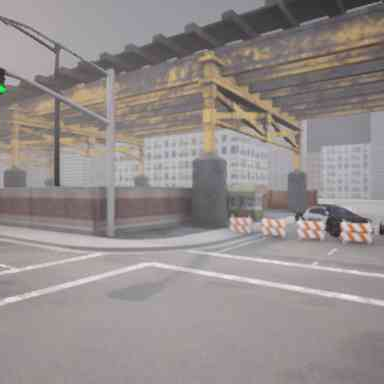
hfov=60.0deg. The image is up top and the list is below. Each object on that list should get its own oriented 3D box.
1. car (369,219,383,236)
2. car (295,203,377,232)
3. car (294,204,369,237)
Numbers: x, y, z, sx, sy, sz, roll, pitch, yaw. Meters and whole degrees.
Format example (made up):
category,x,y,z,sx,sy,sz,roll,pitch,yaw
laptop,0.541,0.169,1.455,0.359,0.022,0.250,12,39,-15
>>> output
category,x,y,z,sx,sy,sz,roll,pitch,yaw
car,11.343,1.454,15.363,4.974,1.542,2.038,0,0,-1
car,7.577,1.296,18.083,1.853,1.218,4.536,0,0,-11
car,7.587,1.454,18.032,2.038,1.542,4.974,0,0,-11
